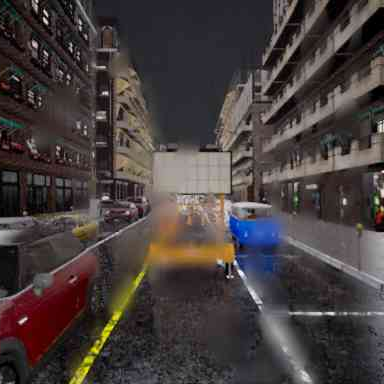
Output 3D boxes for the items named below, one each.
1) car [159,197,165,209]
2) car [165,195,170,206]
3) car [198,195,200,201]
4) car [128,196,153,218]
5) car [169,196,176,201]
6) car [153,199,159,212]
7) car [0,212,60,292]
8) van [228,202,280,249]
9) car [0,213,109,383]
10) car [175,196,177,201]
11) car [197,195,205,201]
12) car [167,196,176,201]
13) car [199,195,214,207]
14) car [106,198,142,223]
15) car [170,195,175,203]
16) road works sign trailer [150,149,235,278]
[{"bbox_3d":[-5.325,1.670,47.646,1.802,1.307,4.206,1,0,0],"label":"car"},{"bbox_3d":[-5.328,1.632,58.574,1.752,1.417,4.829,1,0,0],"label":"car"},{"bbox_3d":[2.550,1.642,64.486,1.752,1.417,4.829,1,0,0],"label":"car"},{"bbox_3d":[-5.316,1.373,30.999,2.192,1.841,5.009,1,0,0],"label":"car"},{"bbox_3d":[-5.341,1.743,92.037,1.802,1.307,4.206,1,0,0],"label":"car"},{"bbox_3d":[-5.318,1.383,36.549,2.192,1.841,5.009,1,0,0],"label":"car"},{"bbox_3d":[-5.310,1.457,8.803,1.967,1.590,4.097,1,0,0],"label":"car"},{"bbox_3d":[2.570,1.369,14.374,1.690,1.788,3.998,1,0,0],"label":"van"},{"bbox_3d":[-2.753,1.360,4.394,2.097,1.767,4.553,0,0,0],"label":"car"},{"bbox_3d":[-5.336,1.694,80.940,2.008,1.369,4.403,1,0,0],"label":"car"},{"bbox_3d":[2.541,1.601,92.062,1.967,1.590,4.097,1,0,0],"label":"car"},{"bbox_3d":[-5.338,1.718,86.489,1.947,1.339,4.313,1,0,0],"label":"car"},{"bbox_3d":[2.555,1.537,53.218,1.967,1.590,4.097,1,0,0],"label":"car"},{"bbox_3d":[-5.316,1.488,25.450,1.967,1.590,4.097,1,0,0],"label":"car"},{"bbox_3d":[-5.329,1.440,69.842,2.192,1.841,5.009,1,0,0],"label":"car"},{"bbox_3d":[0.003,0.484,10.178,2.380,3.560,2.880,0,0,0],"label":"road works sign trailer"}]
